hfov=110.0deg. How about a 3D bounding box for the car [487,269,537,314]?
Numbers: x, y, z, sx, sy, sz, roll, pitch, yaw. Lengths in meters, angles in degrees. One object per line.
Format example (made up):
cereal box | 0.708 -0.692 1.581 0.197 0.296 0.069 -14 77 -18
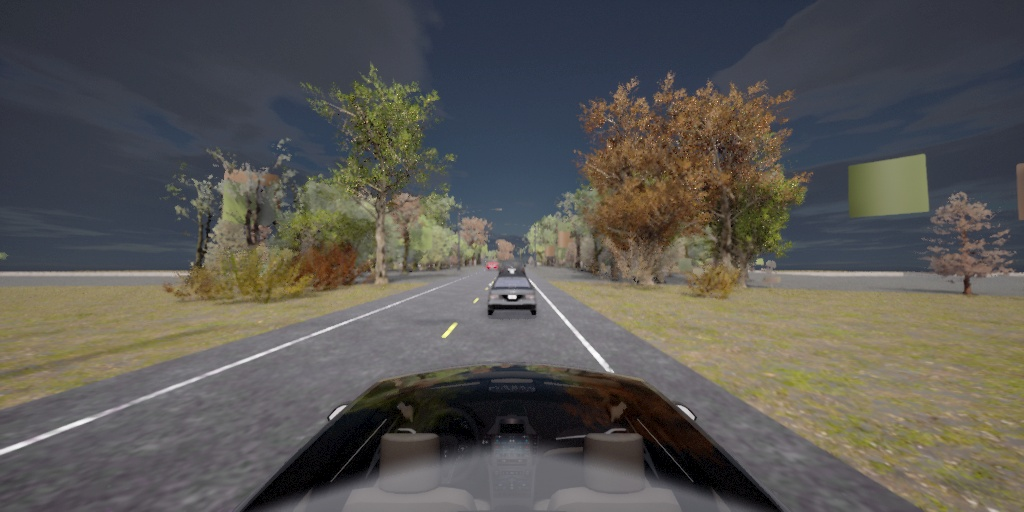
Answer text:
car | 0.008 1.439 14.440 2.033 1.411 5.357 0 -1 0

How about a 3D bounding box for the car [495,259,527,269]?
car | 0.008 1.283 29.466 2.150 2.045 5.566 0 0 0
